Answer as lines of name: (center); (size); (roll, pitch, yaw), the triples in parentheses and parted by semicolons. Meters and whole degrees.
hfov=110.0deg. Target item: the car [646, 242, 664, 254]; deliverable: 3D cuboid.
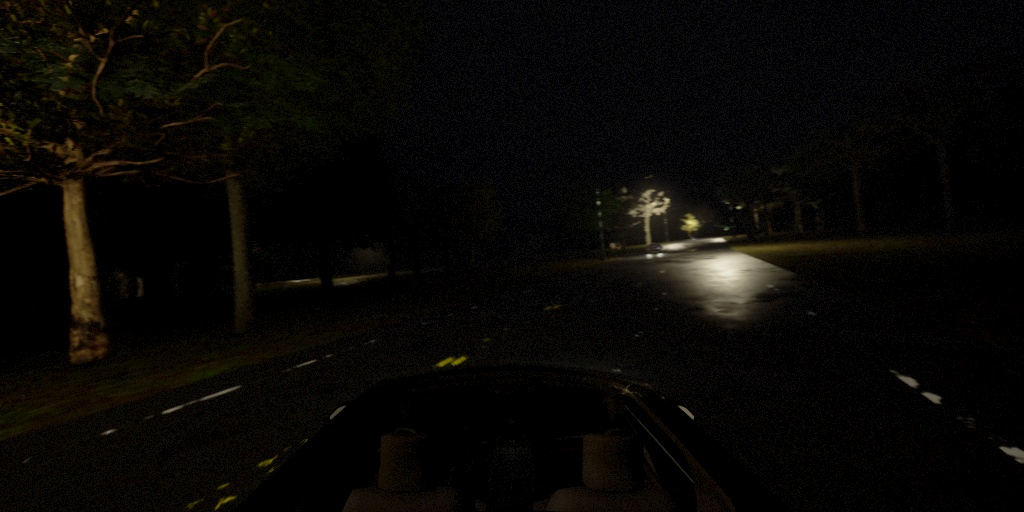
car: (22.833, -1.308, 57.343); (2.097, 1.767, 4.553); (-5, 1, 29)
